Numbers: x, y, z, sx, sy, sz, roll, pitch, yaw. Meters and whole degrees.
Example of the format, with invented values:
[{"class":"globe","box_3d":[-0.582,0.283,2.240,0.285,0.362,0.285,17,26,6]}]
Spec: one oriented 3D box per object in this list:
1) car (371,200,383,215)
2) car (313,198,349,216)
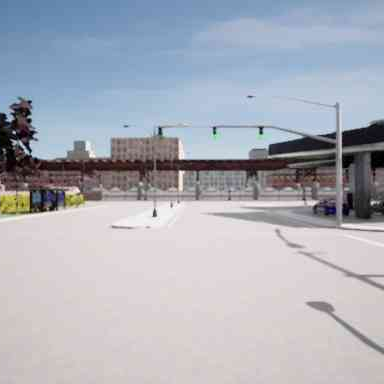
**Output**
[{"class":"car","box_3d":[19.279,1.572,33.315,1.970,1.475,3.806,0,0,1]},{"class":"car","box_3d":[13.527,1.420,32.607,2.242,1.667,4.611,0,0,1]}]
